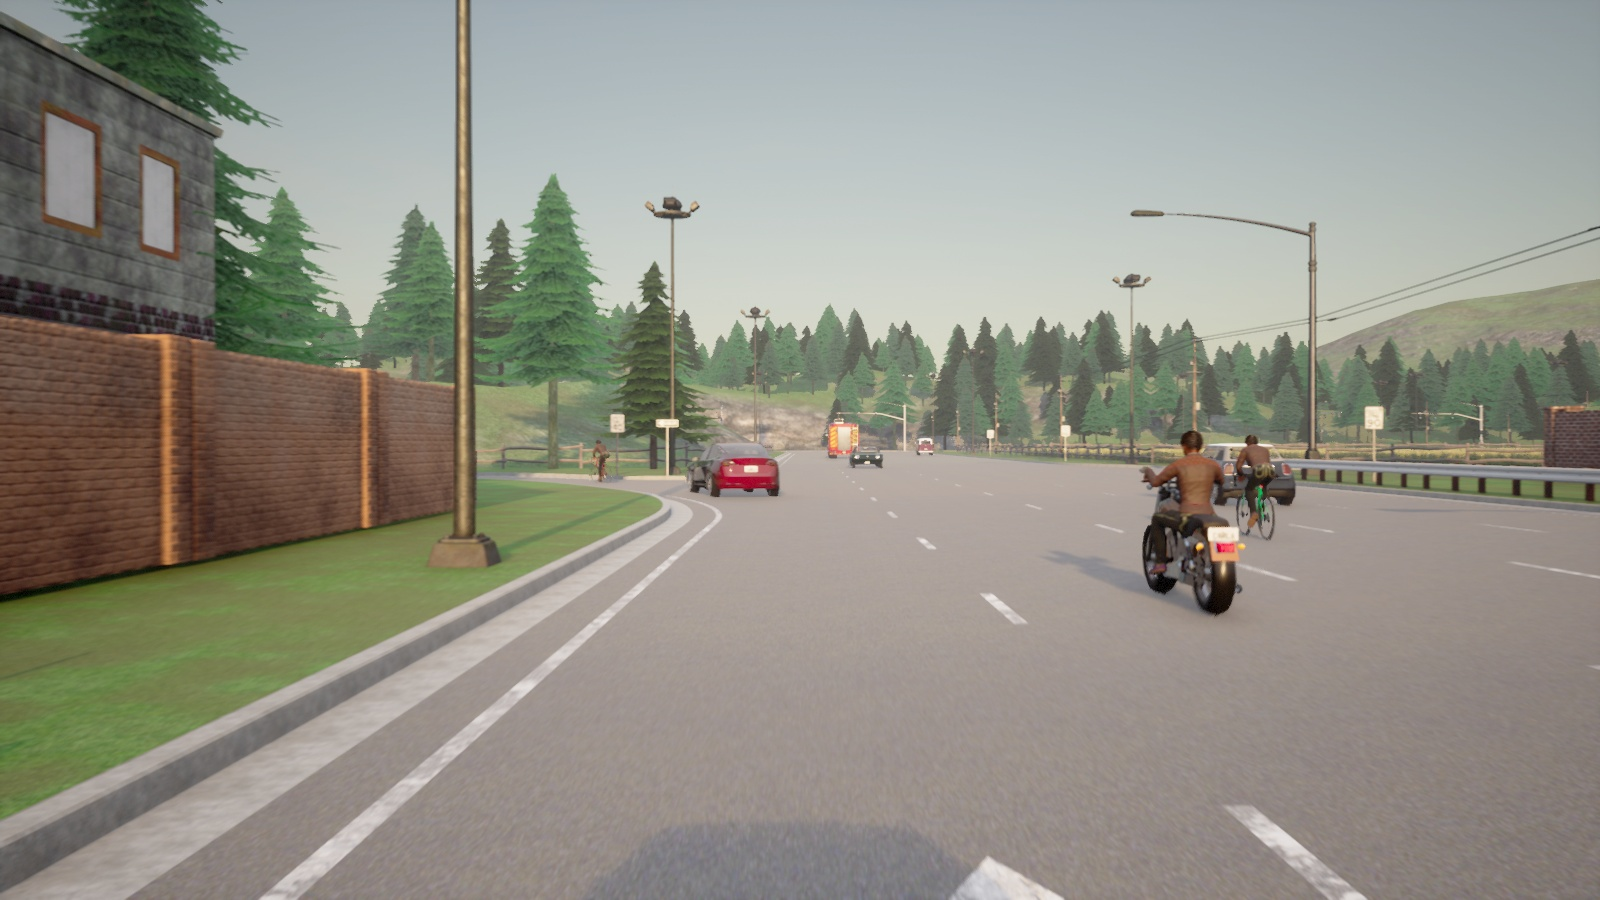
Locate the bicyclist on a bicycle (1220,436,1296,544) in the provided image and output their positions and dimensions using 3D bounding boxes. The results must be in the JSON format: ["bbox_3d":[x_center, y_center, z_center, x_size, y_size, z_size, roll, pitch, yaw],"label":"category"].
[{"bbox_3d":[7.127,0.595,19.598,0.582,1.620,1.656,0,0,0],"label":"bicyclist on a bicycle"}]

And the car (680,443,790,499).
[{"bbox_3d":[-1.973,0.542,36.188,2.163,1.488,4.792,0,0,-16],"label":"car"}]

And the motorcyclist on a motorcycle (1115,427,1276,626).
[{"bbox_3d":[3.581,0.635,11.612,0.766,1.649,2.350,0,0,0],"label":"motorcyclist on a motorcycle"}]

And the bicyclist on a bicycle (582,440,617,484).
[{"bbox_3d":[-7.527,0.429,47.032,0.582,1.620,1.656,-1,1,-37],"label":"bicyclist on a bicycle"}]

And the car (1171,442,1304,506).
[{"bbox_3d":[10.691,0.547,30.997,1.970,1.475,3.806,0,0,0],"label":"car"}]

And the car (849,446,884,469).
[{"bbox_3d":[3.944,0.426,75.527,1.895,1.301,4.718,0,0,0],"label":"car"}]
